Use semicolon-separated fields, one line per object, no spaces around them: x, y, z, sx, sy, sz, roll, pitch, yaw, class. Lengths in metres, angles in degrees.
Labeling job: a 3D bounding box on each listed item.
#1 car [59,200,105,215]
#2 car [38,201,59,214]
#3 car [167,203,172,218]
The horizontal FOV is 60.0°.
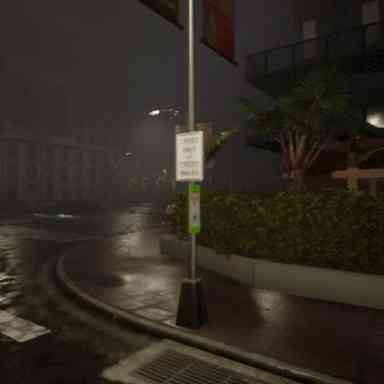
-11.098;1.618;34.595;1.994;1.385;4.181;0;0;35;car
-13.990;1.608;36.571;2.033;1.411;5.357;0;0;35;car
-0.226;1.384;29.756;2.097;1.767;4.553;0;0;35;car
